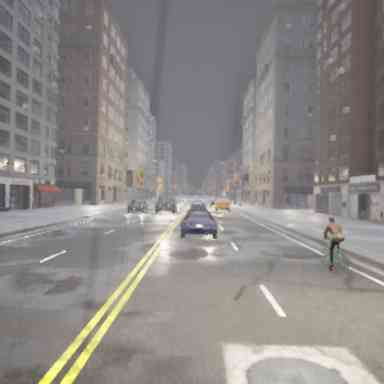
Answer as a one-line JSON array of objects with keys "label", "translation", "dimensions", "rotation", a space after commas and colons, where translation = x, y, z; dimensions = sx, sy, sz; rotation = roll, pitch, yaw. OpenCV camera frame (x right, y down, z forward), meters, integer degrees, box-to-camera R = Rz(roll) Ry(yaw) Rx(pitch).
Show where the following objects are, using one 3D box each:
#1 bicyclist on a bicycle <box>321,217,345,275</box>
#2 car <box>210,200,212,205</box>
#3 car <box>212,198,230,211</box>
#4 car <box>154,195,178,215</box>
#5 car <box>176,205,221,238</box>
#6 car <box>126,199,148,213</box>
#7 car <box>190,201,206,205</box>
[{"label": "bicyclist on a bicycle", "translation": [4.290, 1.594, 10.110], "dimensions": [0.582, 1.620, 1.656], "rotation": [1, -1, 1]}, {"label": "car", "translation": [4.177, 1.863, 58.434], "dimensions": [1.837, 1.490, 4.892], "rotation": [1, 0, 1]}, {"label": "car", "translation": [4.054, 1.770, 45.037], "dimensions": [1.882, 1.535, 5.008], "rotation": [1, -1, 1]}, {"label": "car", "translation": [-2.761, 1.324, 36.523], "dimensions": [2.150, 2.045, 5.566], "rotation": [1, -1, 1]}, {"label": "car", "translation": [0.383, 1.654, 18.565], "dimensions": [1.994, 1.385, 4.181], "rotation": [1, 0, 1]}, {"label": "car", "translation": [-6.014, 1.534, 37.090], "dimensions": [1.837, 1.490, 4.892], "rotation": [1, 0, 1]}, {"label": "car", "translation": [0.705, 1.713, 38.575], "dimensions": [1.812, 1.442, 4.674], "rotation": [1, 0, 1]}]
